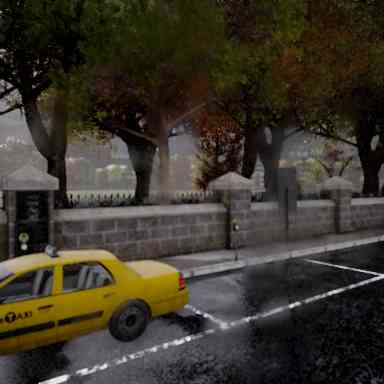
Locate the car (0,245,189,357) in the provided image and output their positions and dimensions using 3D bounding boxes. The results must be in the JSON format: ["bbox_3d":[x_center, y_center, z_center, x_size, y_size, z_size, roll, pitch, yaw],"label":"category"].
[{"bbox_3d":[-2.340,1.520,4.890,4.829,1.417,1.752,0,0,-35],"label":"car"}]
